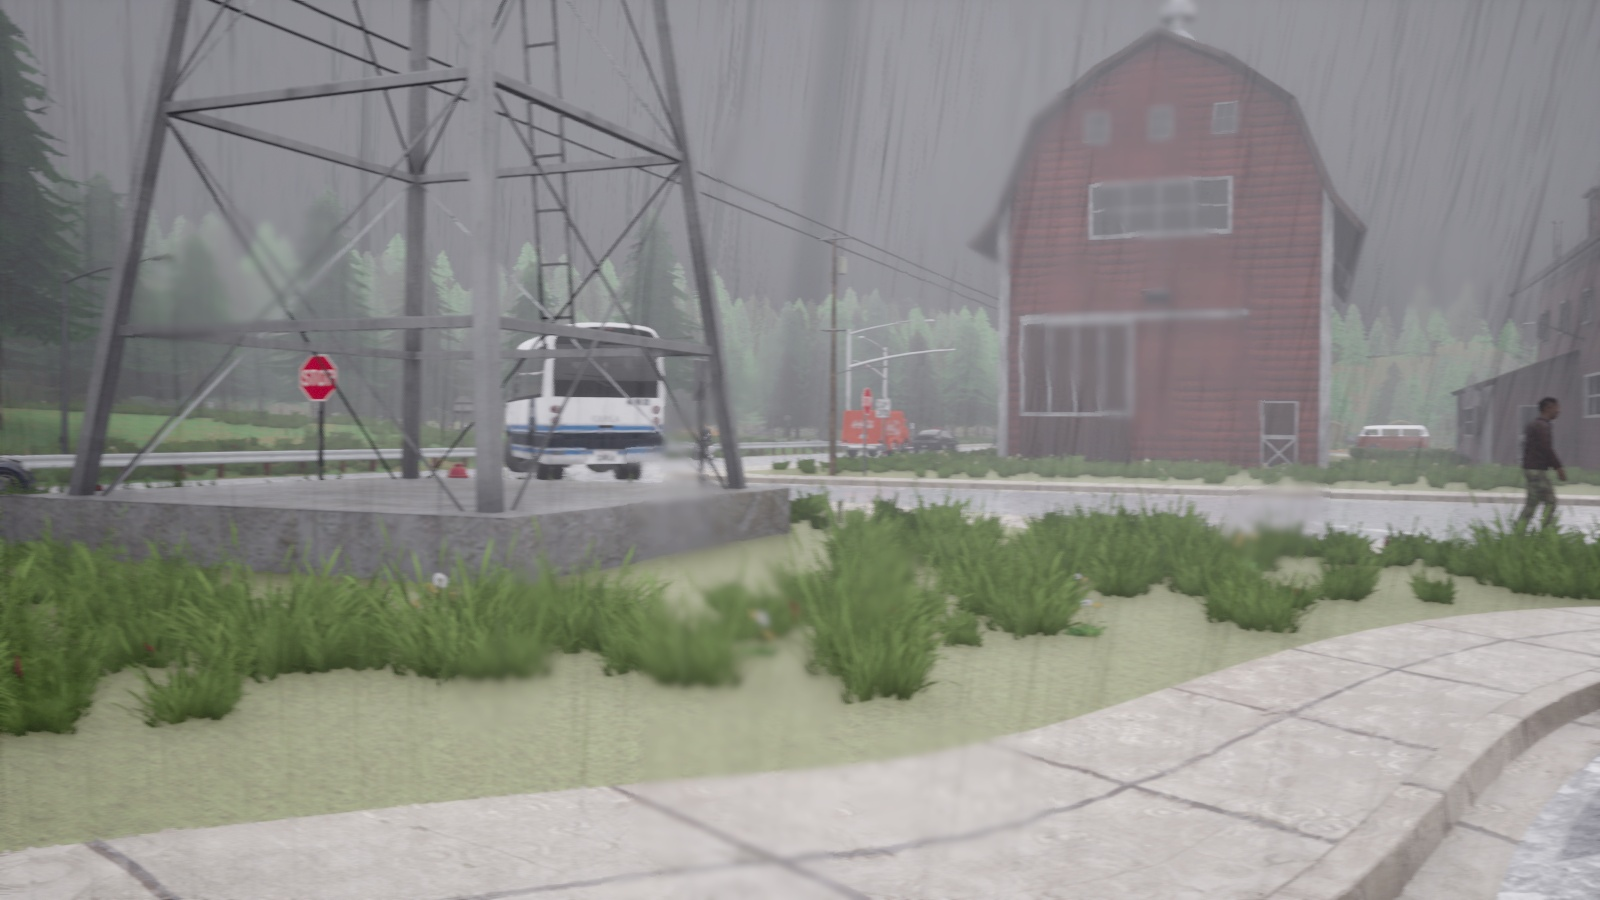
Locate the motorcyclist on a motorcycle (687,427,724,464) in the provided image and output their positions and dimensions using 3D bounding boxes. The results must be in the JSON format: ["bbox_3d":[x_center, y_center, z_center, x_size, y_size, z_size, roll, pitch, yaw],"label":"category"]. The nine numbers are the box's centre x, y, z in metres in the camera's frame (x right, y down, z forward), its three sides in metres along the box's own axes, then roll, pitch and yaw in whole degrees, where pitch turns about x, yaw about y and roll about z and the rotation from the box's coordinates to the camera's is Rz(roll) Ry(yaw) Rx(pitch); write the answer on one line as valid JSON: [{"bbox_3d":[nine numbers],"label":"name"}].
[{"bbox_3d":[-4.114,-0.193,55.037,0.866,1.590,1.817,0,1,23],"label":"motorcyclist on a motorcycle"}]

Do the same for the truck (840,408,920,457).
[{"bbox_3d":[4.277,-0.930,65.981,2.627,2.467,5.204,0,1,23],"label":"truck"}]

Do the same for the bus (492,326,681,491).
[{"bbox_3d":[-6.754,-1.183,37.931,3.944,4.253,10.273,-1,1,-19],"label":"bus"}]

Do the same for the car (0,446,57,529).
[{"bbox_3d":[-14.808,0.666,20.535,1.994,1.385,4.181,0,1,23],"label":"car"}]

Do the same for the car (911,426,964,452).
[{"bbox_3d":[8.338,-0.660,75.645,1.837,1.490,4.892,0,1,23],"label":"car"}]

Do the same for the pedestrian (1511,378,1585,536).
[{"bbox_3d":[8.906,0.076,14.971,0.703,1.840,0.431,0,1,22],"label":"pedestrian"}]

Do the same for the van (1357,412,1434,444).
[{"bbox_3d":[39.285,-1.469,82.992,4.480,2.038,2.069,0,1,22],"label":"van"}]
